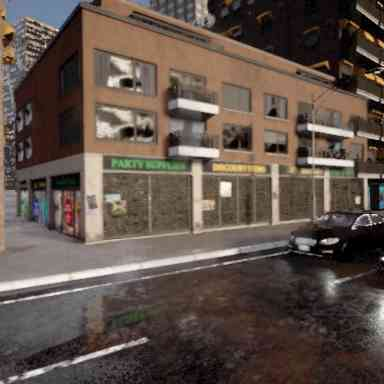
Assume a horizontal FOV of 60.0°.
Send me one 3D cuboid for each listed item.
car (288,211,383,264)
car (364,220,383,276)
[{"bbox_3d":[5.399,1.434,11.707,4.902,1.511,2.128,0,0,-37],"label":"car"},{"bbox_3d":[6.979,1.483,8.820,5.357,1.411,2.033,-1,0,-37],"label":"car"}]
